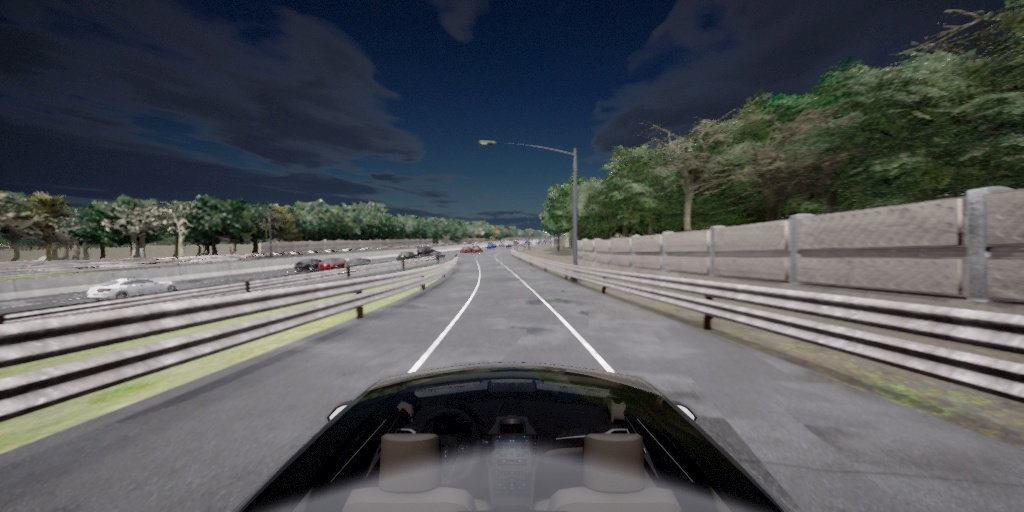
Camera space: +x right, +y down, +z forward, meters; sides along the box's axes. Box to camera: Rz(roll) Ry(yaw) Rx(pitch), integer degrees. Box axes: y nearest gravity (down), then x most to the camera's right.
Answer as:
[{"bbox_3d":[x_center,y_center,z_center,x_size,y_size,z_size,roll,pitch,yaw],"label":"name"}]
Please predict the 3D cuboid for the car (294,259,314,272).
[{"bbox_3d":[-25.014,1.089,45.162,1.837,1.490,4.892,0,3,12],"label":"car"}]

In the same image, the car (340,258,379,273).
[{"bbox_3d":[-18.181,0.991,43.639,2.097,1.767,4.553,0,3,12],"label":"car"}]

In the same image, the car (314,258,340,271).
[{"bbox_3d":[-21.602,0.972,44.377,2.097,1.767,4.553,0,3,12],"label":"car"}]

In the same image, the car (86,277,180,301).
[{"bbox_3d":[-25.858,2.165,24.681,1.812,1.442,4.674,0,3,12],"label":"car"}]

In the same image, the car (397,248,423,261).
[{"bbox_3d":[-17.836,-0.044,61.808,2.097,1.767,4.553,0,3,12],"label":"car"}]
